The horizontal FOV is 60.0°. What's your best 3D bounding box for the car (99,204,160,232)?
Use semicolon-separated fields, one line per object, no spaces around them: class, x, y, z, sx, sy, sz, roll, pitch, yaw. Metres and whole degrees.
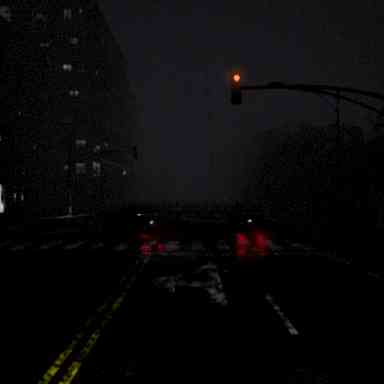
car;-3.979;1.499;20.499;2.128;1.511;4.902;0;0;-44

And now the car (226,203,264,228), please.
car;3.348;1.452;21.589;2.128;1.511;4.902;0;0;0
